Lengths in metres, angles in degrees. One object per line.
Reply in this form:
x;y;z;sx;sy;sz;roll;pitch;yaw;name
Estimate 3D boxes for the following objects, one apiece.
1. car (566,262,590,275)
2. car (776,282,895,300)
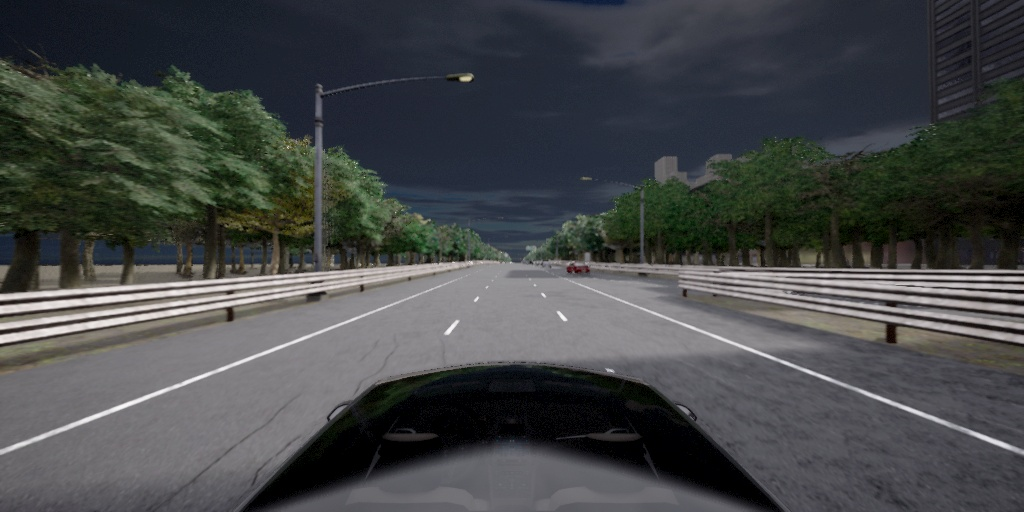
8.220;1.534;45.016;1.882;1.535;5.008;0;0;-7;car
16.020;1.447;18.389;1.895;1.301;4.718;0;-1;-22;car
